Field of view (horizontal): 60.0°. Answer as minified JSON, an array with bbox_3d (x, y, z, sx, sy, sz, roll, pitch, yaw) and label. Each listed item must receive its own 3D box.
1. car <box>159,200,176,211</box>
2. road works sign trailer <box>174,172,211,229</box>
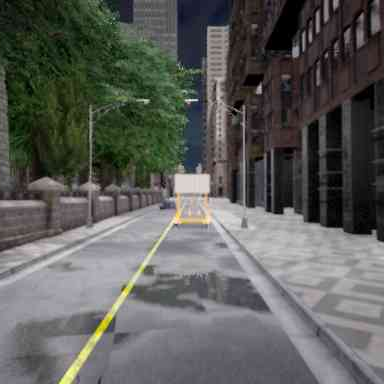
[{"bbox_3d":[-3.063,1.691,43.094,1.994,1.385,4.181,0,0,0],"label":"car"},{"bbox_3d":[0.012,0.517,21.858,2.380,3.560,2.880,0,0,0],"label":"road works sign trailer"}]
